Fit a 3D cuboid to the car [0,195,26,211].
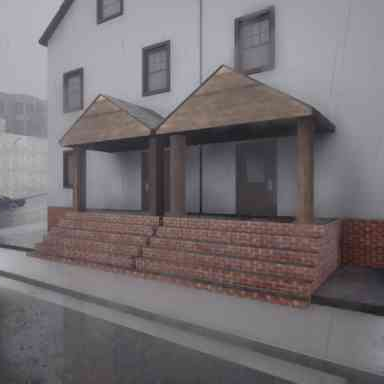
[{"bbox_3d":[-15.468,1.012,25.408,1.895,1.301,4.718,0,6,35],"label":"car"}]
